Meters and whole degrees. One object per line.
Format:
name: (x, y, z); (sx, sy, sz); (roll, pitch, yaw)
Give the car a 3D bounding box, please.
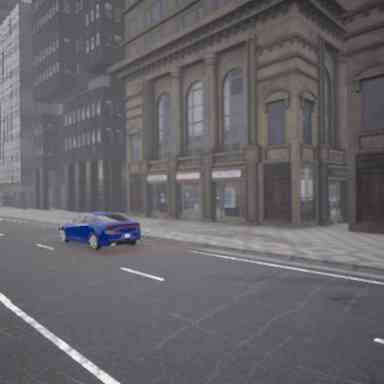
car: (-4.344, 1.651, 15.221); (1.882, 1.535, 5.008); (-1, 0, -44)
